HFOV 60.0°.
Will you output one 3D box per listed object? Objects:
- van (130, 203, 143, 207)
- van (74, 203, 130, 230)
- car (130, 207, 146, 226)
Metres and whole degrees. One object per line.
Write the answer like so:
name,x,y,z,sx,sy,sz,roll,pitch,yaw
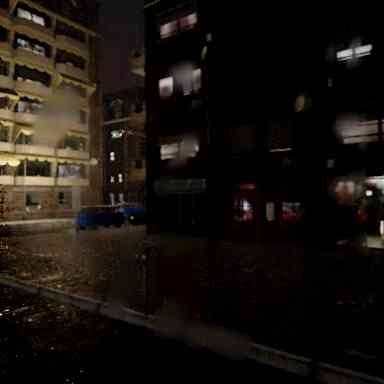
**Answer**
van,-7.512,2.206,39.248,1.690,1.788,3.998,-2,-2,35
van,-6.953,1.917,25.328,1.690,1.788,3.998,-2,-2,35
car,-3.881,2.250,29.936,1.947,1.339,4.313,-2,-2,35
